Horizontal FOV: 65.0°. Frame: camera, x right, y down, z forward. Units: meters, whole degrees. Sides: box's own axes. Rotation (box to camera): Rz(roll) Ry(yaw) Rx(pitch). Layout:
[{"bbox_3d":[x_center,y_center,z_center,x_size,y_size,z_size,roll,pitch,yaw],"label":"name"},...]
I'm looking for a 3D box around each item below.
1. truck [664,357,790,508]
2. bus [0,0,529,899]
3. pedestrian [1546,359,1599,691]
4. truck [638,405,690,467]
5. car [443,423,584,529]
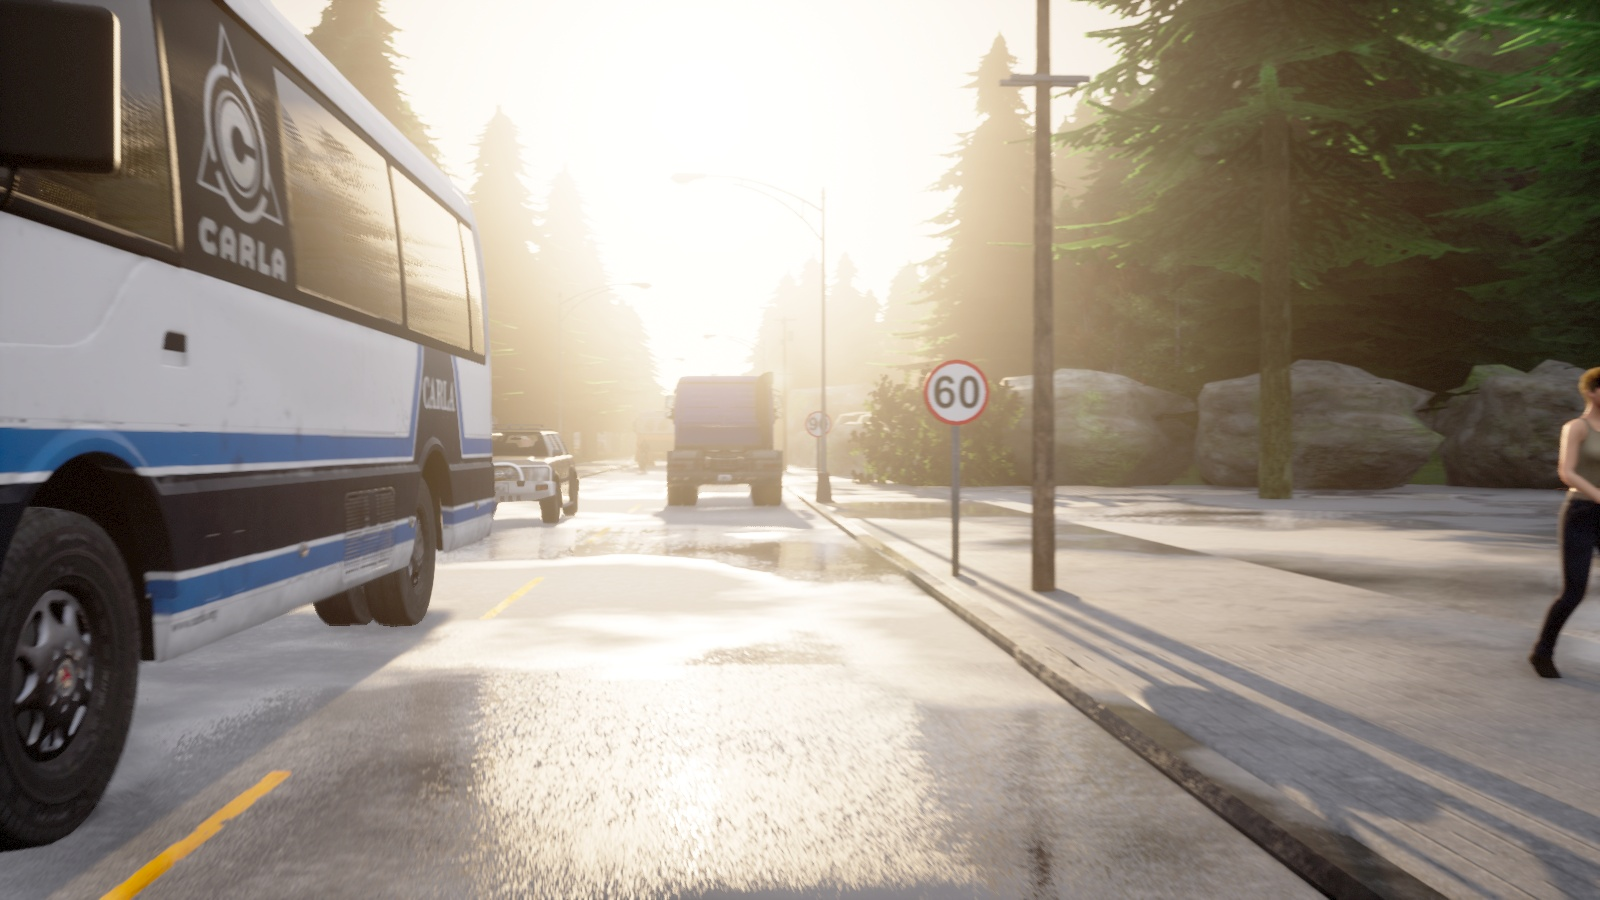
[{"bbox_3d":[-1.900,-0.422,32.809,2.891,3.462,7.936,0,0,-3],"label":"truck"},{"bbox_3d":[-4.412,-0.672,7.460,3.944,4.253,10.273,0,0,-3],"label":"bus"},{"bbox_3d":[4.577,0.416,7.058,0.345,1.836,0.594,0,0,-12],"label":"pedestrian"},{"bbox_3d":[-8.720,-0.880,81.390,2.891,3.827,8.468,0,0,-3],"label":"truck"},{"bbox_3d":[-5.403,0.424,24.273,1.932,1.855,4.605,0,1,-3],"label":"car"}]
